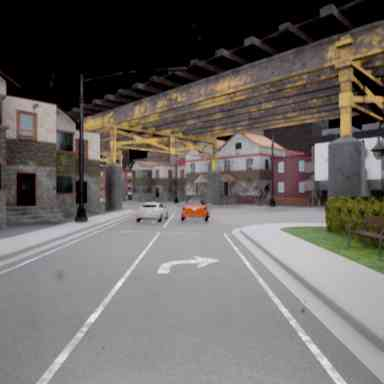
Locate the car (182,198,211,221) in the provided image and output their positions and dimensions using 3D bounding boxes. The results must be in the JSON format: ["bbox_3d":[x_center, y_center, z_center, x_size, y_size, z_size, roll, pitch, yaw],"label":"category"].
[{"bbox_3d":[0.416,1.349,27.439,2.097,1.767,4.553,0,0,6],"label":"car"}]

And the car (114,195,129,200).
[{"bbox_3d":[-17.628,1.285,83.838,1.853,1.218,4.536,0,0,15],"label":"car"}]

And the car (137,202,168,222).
[{"bbox_3d":[-3.039,1.523,25.879,1.812,1.442,4.674,0,0,4],"label":"car"}]

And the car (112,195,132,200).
[{"bbox_3d":[-16.908,1.286,80.133,4.536,1.218,1.853,0,0,-15],"label":"car"}]

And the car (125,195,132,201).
[{"bbox_3d":[-16.958,1.443,80.119,4.974,1.542,2.038,0,0,-15],"label":"car"}]

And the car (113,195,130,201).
[{"bbox_3d":[-17.641,1.443,83.787,2.038,1.542,4.974,0,0,15],"label":"car"}]
